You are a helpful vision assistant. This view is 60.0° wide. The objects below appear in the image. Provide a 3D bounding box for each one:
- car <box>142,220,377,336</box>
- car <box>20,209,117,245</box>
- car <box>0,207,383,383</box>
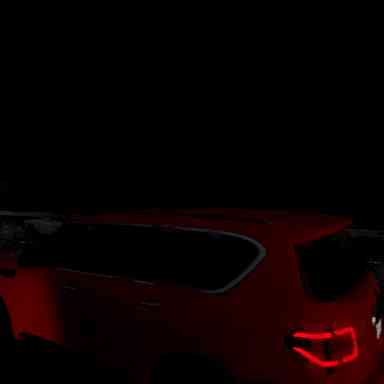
[{"bbox_3d":[1.265,1.516,7.230,4.674,1.442,1.812,0,0,35],"label":"car"},{"bbox_3d":[-6.040,1.592,16.087,4.718,1.301,1.895,0,0,31],"label":"car"},{"bbox_3d":[-0.638,1.217,4.322,5.566,2.045,2.150,0,0,34],"label":"car"}]
